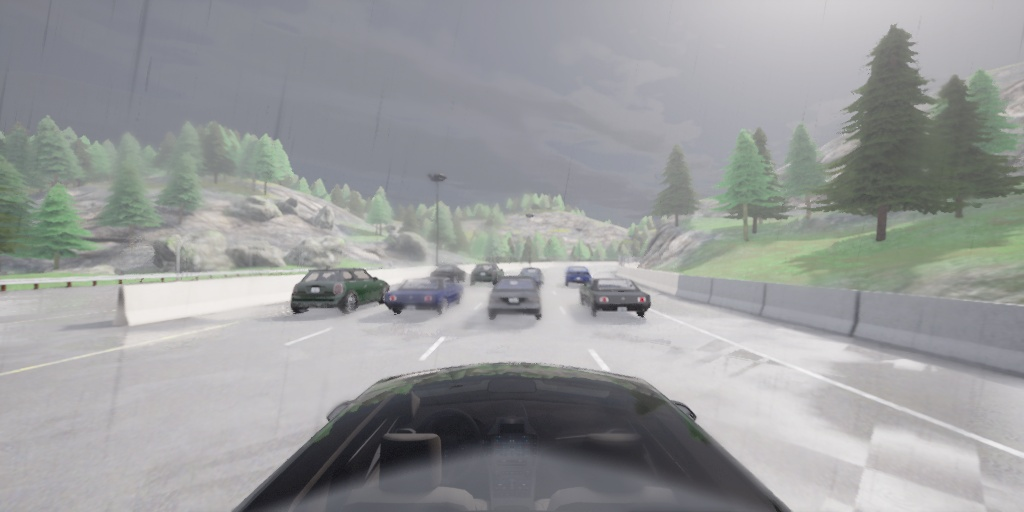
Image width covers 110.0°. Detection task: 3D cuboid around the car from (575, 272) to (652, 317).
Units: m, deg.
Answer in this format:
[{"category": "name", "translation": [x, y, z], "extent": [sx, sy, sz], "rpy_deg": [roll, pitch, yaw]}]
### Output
[{"category": "car", "translation": [3.764, 1.480, 13.938], "extent": [1.895, 1.301, 4.718], "rpy_deg": [0, -1, 4]}]

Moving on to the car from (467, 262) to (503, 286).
[{"category": "car", "translation": [-1.837, 1.385, 28.712], "extent": [2.097, 1.767, 4.553], "rpy_deg": [0, -1, 8]}]

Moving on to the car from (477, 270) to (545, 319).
[{"category": "car", "translation": [0.210, 1.421, 13.372], "extent": [2.033, 1.411, 5.357], "rpy_deg": [0, -1, 4]}]

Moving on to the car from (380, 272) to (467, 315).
[{"category": "car", "translation": [-3.228, 1.483, 14.274], "extent": [1.895, 1.301, 4.718], "rpy_deg": [0, -1, 4]}]

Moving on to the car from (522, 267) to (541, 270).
[{"category": "car", "translation": [1.492, 1.568, 27.383], "extent": [2.033, 1.411, 5.357], "rpy_deg": [0, -1, 8]}]

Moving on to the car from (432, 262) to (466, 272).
[{"category": "car", "translation": [-5.188, 1.525, 29.952], "extent": [1.882, 1.535, 5.008], "rpy_deg": [0, 0, 9]}]

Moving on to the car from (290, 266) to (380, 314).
[{"category": "car", "translation": [-6.705, 1.237, 14.614], "extent": [2.097, 1.767, 4.553], "rpy_deg": [0, -1, 4]}]

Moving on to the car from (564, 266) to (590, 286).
[{"category": "car", "translation": [5.233, 1.512, 28.651], "extent": [1.882, 1.535, 5.008], "rpy_deg": [0, 0, 9]}]
